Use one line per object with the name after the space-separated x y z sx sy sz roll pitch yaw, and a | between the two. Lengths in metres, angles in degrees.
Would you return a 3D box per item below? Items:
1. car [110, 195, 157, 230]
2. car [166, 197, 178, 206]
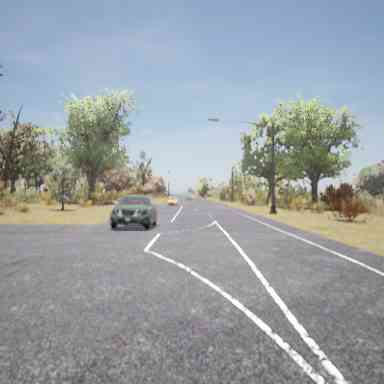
-3.387 1.187 20.351 2.150 2.045 5.566 1 -2 0 | car
-3.571 1.763 60.269 1.882 1.535 5.008 0 0 0 | car
